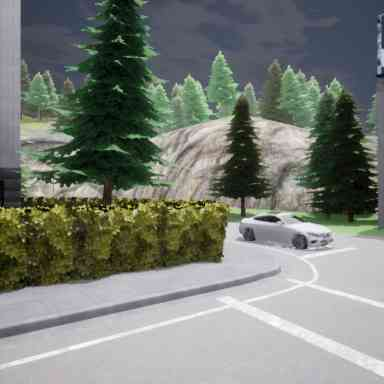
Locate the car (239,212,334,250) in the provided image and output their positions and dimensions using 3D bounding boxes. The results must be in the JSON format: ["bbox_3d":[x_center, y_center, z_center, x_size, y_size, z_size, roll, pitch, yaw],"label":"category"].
[{"bbox_3d":[4.245,1.702,15.637,1.812,1.442,4.674,0,0,-37],"label":"car"}]
